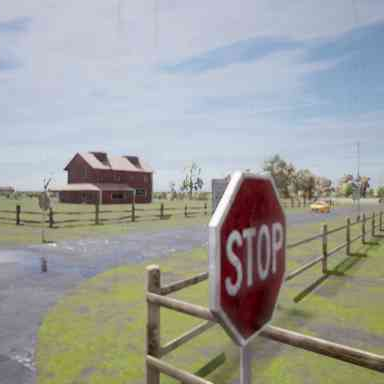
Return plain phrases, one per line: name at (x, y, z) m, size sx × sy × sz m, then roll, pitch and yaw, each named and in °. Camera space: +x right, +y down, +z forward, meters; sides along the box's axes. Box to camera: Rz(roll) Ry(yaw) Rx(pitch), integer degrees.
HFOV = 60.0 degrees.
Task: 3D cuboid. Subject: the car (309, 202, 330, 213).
car at (18.067, 2.146, 46.993) m, size 1.882 × 1.535 × 5.008 m, roll 0°, pitch -1°, yaw 35°
